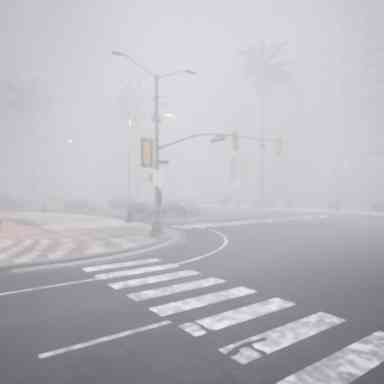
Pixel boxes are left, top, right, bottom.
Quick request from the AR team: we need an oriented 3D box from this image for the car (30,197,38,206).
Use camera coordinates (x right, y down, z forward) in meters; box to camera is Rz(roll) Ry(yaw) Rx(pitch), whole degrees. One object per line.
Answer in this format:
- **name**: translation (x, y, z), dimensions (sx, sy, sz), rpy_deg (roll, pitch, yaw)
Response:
- **car**: translation (-26.164, 1.486, 51.695), dimensions (4.902, 1.511, 2.128), rpy_deg (0, 0, 2)

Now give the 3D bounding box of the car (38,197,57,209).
- **car**: translation (-16.776, 1.456, 42.847), dimensions (5.008, 1.535, 1.882), rpy_deg (0, 0, 17)

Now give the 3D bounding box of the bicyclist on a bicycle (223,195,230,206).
- **bicyclist on a bicycle**: translation (4.933, 1.193, 46.953), dimensions (0.582, 1.620, 1.656), rpy_deg (0, 0, 42)

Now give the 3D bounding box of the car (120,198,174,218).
- **car**: translation (-4.218, 1.505, 30.309), dimensions (2.033, 1.411, 5.357), rpy_deg (0, 0, -38)

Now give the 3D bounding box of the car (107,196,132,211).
- **car**: translation (-7.536, 1.306, 38.019), dimensions (4.553, 1.767, 2.097), rpy_deg (0, 0, 35)

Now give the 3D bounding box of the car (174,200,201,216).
- **car**: translation (-1.154, 1.469, 31.829), dimensions (1.812, 1.442, 4.674), rpy_deg (0, 0, -39)

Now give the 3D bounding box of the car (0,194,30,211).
- **car**: translation (-23.469, 1.230, 40.910), dimensions (5.566, 2.045, 2.150), rpy_deg (0, 0, 7)

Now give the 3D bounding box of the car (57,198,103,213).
- **car**: translation (-12.134, 1.464, 36.960), dimensions (4.902, 1.511, 2.128), rpy_deg (0, 0, 29)
